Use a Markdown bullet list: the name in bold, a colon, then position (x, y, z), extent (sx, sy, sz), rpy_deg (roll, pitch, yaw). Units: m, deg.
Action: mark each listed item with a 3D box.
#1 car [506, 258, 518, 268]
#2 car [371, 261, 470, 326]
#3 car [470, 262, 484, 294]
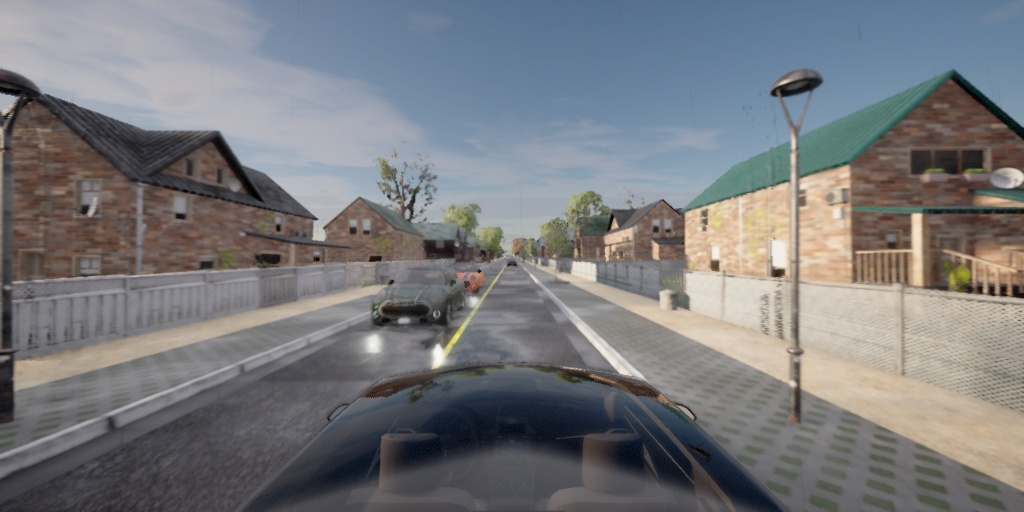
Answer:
- **car**: position (0.013, 1.260, 63.434), extent (1.837, 1.490, 4.892), rpy_deg (0, 0, 0)
- **car**: position (-2.808, 1.106, 11.649), extent (2.097, 1.767, 4.553), rpy_deg (0, 0, 0)
- **car**: position (-2.746, 1.130, 20.260), extent (2.097, 1.767, 4.553), rpy_deg (0, 0, 0)
